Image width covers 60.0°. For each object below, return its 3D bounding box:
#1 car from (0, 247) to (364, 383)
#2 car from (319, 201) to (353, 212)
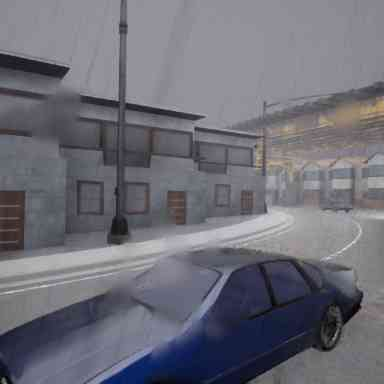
[{"bbox_3d":[0.376,1.538,4.507,5.357,1.411,2.033,0,0,-40],"label":"car"},{"bbox_3d":[18.561,1.838,43.049,2.033,1.411,5.357,1,-1,-7],"label":"car"}]
